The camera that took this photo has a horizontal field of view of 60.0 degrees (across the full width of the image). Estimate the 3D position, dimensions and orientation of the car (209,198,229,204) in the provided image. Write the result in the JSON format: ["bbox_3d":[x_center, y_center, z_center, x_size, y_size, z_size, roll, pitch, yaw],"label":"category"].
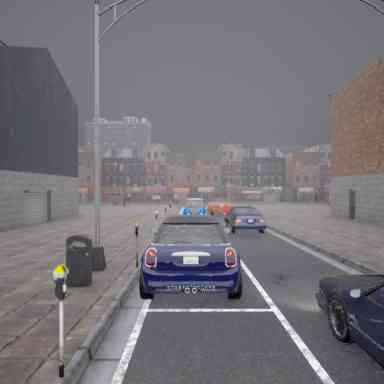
[{"bbox_3d":[2.778,1.361,33.763,2.097,1.767,4.553,0,0,0],"label":"car"}]

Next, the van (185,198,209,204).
[{"bbox_3d":[0.190,1.345,25.487,1.690,1.788,3.998,-1,0,0],"label":"van"}]

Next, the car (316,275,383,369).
[{"bbox_3d":[3.088,1.547,3.362,2.033,1.411,5.357,0,0,0],"label":"car"}]

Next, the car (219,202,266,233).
[{"bbox_3d":[2.976,1.548,19.534,2.033,1.411,5.357,0,0,0],"label":"car"}]

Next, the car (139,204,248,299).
[{"bbox_3d":[-0.036,1.352,8.608,2.097,1.767,4.553,0,0,0],"label":"car"}]
